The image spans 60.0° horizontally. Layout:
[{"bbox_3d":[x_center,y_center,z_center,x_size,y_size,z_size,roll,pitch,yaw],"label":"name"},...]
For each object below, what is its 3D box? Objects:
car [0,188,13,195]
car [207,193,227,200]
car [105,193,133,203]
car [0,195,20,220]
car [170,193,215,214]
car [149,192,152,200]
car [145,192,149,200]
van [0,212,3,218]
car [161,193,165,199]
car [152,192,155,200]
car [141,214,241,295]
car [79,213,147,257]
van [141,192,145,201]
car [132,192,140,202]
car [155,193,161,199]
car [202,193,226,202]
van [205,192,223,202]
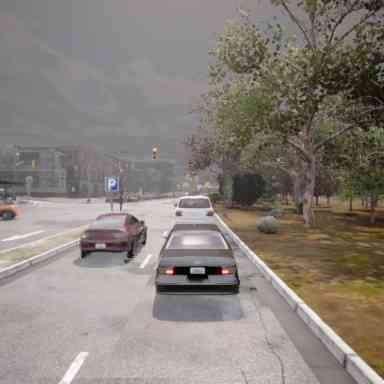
[{"bbox_3d":[-31.197,0.137,55.704,2.002,1.452,4.674,6,-3,-19],"label":"car"},{"bbox_3d":[6.409,1.128,85.122,4.553,1.767,2.185,1,0,-12],"label":"car"},{"bbox_3d":[-14.482,1.357,64.846,4.792,1.488,2.163,-1,0,-15],"label":"car"},{"bbox_3d":[-16.642,1.404,27.038,4.553,1.767,2.185,-1,0,-19],"label":"car"},{"bbox_3d":[0.141,1.245,19.123,2.150,2.045,5.566,0,0,0],"label":"car"},{"bbox_3d":[-12.686,1.358,79.797,4.674,1.452,2.002,-1,0,-13],"label":"car"},{"bbox_3d":[-13.057,1.320,76.802,4.892,1.521,2.231,-1,0,-14],"label":"car"},{"bbox_3d":[-16.616,1.298,24.061,4.442,1.987,1.878,-1,0,-19],"label":"van"},{"bbox_3d":[-11.056,1.063,91.788,5.566,2.045,2.435,-1,0,-12],"label":"car"},{"bbox_3d":[-12.316,1.358,82.799,4.674,1.452,2.002,-1,0,-13],"label":"car"},{"bbox_3d":[0.102,1.556,8.874,2.033,1.411,5.357,0,0,0],"label":"car"},{"bbox_3d":[-2.888,1.540,12.857,1.812,1.442,4.674,0,0,0],"label":"car"},{"bbox_3d":[-13.283,1.092,73.831,4.442,1.987,1.878,-1,0,-14],"label":"van"},{"bbox_3d":[-13.839,1.314,67.838,5.366,1.575,1.946,-1,0,-15],"label":"car"},{"bbox_3d":[-11.504,1.356,88.782,4.674,1.452,2.002,-1,0,-12],"label":"car"},{"bbox_3d":[4.626,1.141,70.421,4.553,1.767,2.185,1,0,-14],"label":"car"},{"bbox_3d":[4.244,1.042,67.451,4.442,1.987,1.878,1,0,-14],"label":"van"}]
